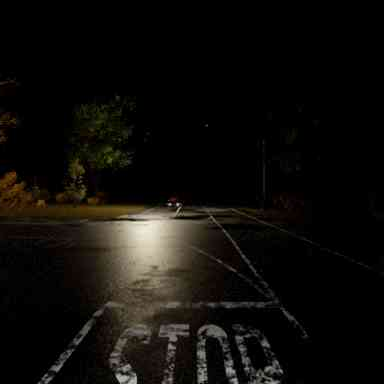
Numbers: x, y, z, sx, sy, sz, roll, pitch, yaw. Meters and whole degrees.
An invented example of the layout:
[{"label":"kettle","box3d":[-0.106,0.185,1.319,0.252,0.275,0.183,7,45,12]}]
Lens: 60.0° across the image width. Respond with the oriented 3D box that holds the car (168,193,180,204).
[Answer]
[{"label":"car","box3d":[-3.660,1.272,66.745,2.150,2.045,5.566,0,0,0]}]
